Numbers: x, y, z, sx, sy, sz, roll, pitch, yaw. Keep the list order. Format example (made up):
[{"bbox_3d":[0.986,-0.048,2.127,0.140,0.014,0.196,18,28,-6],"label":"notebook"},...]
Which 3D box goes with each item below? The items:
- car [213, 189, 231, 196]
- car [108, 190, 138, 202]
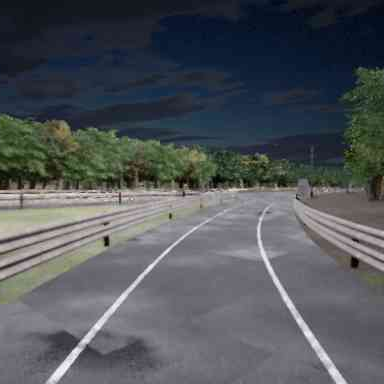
[{"bbox_3d":[5.335,0.220,61.901,1.882,1.535,5.008,2,2,39],"label":"car"},{"bbox_3d":[-9.345,0.525,44.592,2.128,1.511,4.902,2,2,41],"label":"car"}]
